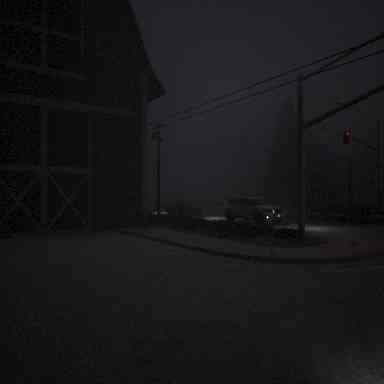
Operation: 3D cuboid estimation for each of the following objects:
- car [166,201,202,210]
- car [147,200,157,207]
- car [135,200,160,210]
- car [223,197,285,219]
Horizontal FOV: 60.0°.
[{"bbox_3d":[-0.868,1.710,34.760,1.882,1.535,5.008,0,0,-35],"label":"car"},{"bbox_3d":[-6.253,1.787,42.620,1.837,1.490,4.892,0,0,-34],"label":"car"},{"bbox_3d":[-6.683,1.924,49.595,1.895,1.301,4.718,0,0,-34],"label":"car"},{"bbox_3d":[4.772,1.402,26.533,2.150,2.045,5.566,0,0,-34],"label":"car"}]
